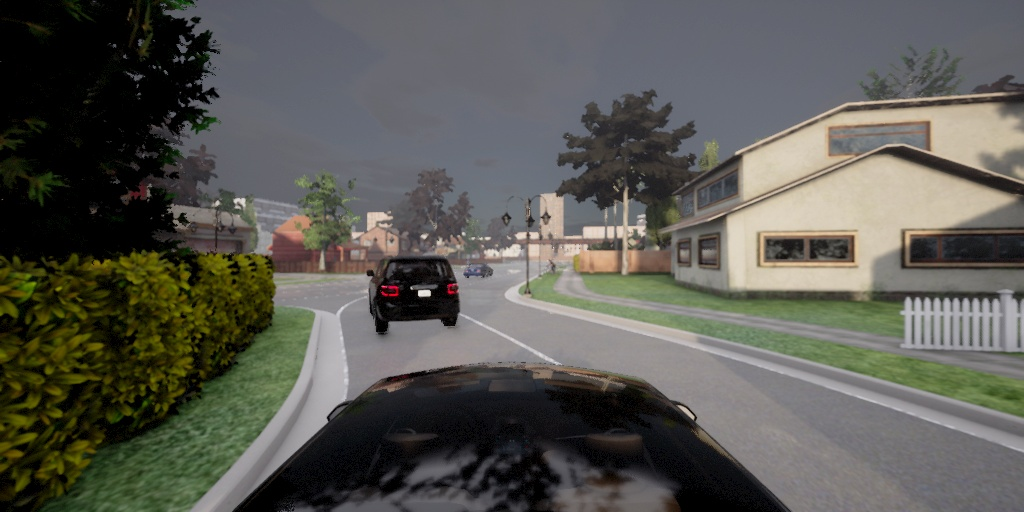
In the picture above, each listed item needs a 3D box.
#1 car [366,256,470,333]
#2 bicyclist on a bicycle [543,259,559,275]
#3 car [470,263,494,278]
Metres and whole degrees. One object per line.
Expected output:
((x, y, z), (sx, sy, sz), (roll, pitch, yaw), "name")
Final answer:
((-3.252, 1.010, 11.295), (2.150, 2.045, 5.566), (0, 0, -24), "car")
((3.993, 1.155, 36.699), (1.656, 1.620, 0.582), (0, 0, 10), "bicyclist on a bicycle")
((-3.172, 1.409, 35.116), (2.033, 1.411, 5.357), (0, 0, 10), "car")
